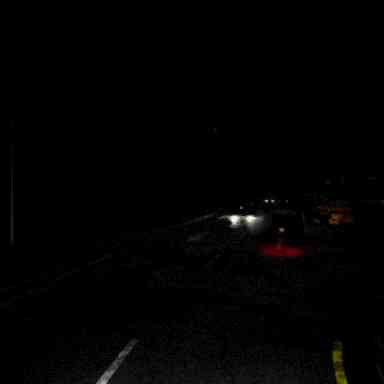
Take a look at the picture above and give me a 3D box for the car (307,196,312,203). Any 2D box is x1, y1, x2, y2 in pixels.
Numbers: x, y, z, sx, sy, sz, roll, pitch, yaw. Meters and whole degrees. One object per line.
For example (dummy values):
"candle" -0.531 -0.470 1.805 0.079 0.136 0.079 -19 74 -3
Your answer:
"car" 14.229 1.453 31.677 5.366 1.575 1.946 1 1 -3

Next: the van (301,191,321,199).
"van" 30.955 0.720 86.322 4.442 1.987 1.878 1 1 -3

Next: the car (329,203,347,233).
"car" 10.186 1.583 17.277 5.008 1.535 2.097 1 1 -4

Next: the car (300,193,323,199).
"car" 29.966 0.964 83.441 5.008 1.535 2.097 1 1 -3

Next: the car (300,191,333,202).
"car" 24.751 0.849 66.174 5.566 2.045 2.435 1 1 -3

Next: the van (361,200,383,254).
"van" 8.639 1.347 11.532 4.442 1.987 1.878 1 0 -4

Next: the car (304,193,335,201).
"car" 18.677 1.326 46.062 4.792 1.488 2.163 1 1 -3

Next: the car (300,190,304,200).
"car" 22.156 0.929 57.539 5.566 2.045 2.435 1 1 -3

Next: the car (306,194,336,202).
"car" 17.846 1.369 43.188 4.674 1.452 2.002 1 1 -3

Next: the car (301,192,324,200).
"car" 29.143 0.861 80.551 4.553 1.767 2.185 1 1 -3

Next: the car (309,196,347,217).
"car" 13.377 1.485 28.799 5.366 1.575 1.946 1 1 -4

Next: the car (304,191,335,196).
"car" 19.605 1.142 48.935 4.553 1.767 2.185 1 1 -3

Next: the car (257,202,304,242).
"car" 4.659 1.517 17.039 1.882 1.535 5.008 1 0 16

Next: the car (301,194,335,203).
"car" 22.852 1.146 60.420 5.366 1.575 1.946 1 1 -3

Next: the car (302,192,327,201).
"car" 26.480 0.927 71.935 4.553 1.767 2.185 1 1 -3

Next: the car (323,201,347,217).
"car" 11.199 1.582 20.177 5.366 1.575 1.946 1 1 -4

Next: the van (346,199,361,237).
"van" 9.471 1.353 14.415 4.442 1.987 1.878 1 0 -4

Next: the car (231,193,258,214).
"car" 5.415 1.104 33.887 2.150 2.045 5.566 1 1 17

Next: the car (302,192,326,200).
"car" 27.346 0.904 74.808 4.553 1.767 2.185 1 1 -3

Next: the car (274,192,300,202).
"car" 11.102 1.077 38.789 2.150 2.045 5.566 1 1 17

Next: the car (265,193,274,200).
"car" 17.055 0.998 72.952 1.994 1.385 4.181 1 1 16
